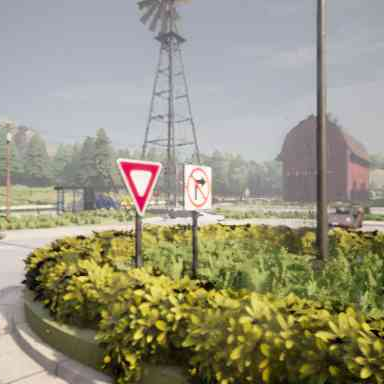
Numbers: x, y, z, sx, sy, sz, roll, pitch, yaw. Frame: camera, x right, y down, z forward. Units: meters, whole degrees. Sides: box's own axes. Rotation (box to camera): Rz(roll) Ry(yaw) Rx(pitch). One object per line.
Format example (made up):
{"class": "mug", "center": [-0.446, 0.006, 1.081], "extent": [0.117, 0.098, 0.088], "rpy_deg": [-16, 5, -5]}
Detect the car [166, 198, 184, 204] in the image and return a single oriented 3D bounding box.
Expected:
{"class": "car", "center": [-2.312, 1.676, 53.501], "extent": [1.994, 1.385, 4.181], "rpy_deg": [0, 0, 36]}

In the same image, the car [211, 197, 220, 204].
{"class": "car", "center": [3.444, 1.639, 61.577], "extent": [1.812, 1.442, 4.674], "rpy_deg": [0, 0, 36]}

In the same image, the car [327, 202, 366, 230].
{"class": "car", "center": [9.144, 1.536, 20.240], "extent": [1.784, 1.438, 3.905], "rpy_deg": [0, 0, 35]}

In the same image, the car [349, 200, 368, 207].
{"class": "car", "center": [15.566, 1.525, 31.451], "extent": [1.816, 1.474, 4.193], "rpy_deg": [0, 0, 35]}

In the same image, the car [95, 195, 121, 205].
{"class": "car", "center": [-11.300, 1.334, 41.008], "extent": [2.150, 2.045, 5.566], "rpy_deg": [0, 0, 36]}

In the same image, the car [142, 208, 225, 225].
{"class": "car", "center": [-0.590, 1.561, 17.197], "extent": [4.674, 1.442, 1.812], "rpy_deg": [0, 0, 4]}
